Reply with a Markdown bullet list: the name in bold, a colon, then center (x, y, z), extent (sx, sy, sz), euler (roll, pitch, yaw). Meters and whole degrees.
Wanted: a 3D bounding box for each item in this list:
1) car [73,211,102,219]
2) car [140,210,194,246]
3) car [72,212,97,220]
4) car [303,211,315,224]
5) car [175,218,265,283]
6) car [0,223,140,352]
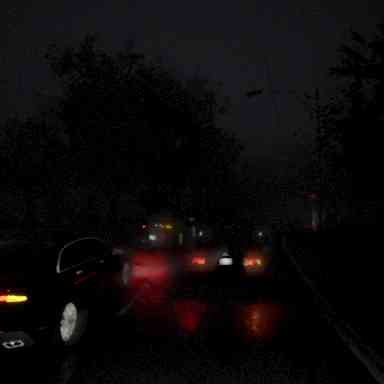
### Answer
- **car**: center (-18.676, 4.243, 59.805), extent (5.008, 1.535, 1.882), euler (3, -5, -31)
- **car**: center (-1.072, 1.597, 15.440), extent (1.837, 1.490, 4.892), euler (-1, -1, 11)
- **car**: center (-20.192, 4.507, 62.623), extent (4.181, 1.385, 1.994), euler (2, -4, -32)
- **car**: center (13.589, 2.858, 37.308), extent (2.128, 1.511, 4.902), euler (-1, -4, 20)
- **car**: center (1.095, 1.565, 9.740), extent (2.033, 1.411, 5.357), euler (-1, 0, 8)
- **car**: center (-2.574, 1.531, 6.377), extent (1.837, 1.490, 4.892), euler (0, -1, 6)
